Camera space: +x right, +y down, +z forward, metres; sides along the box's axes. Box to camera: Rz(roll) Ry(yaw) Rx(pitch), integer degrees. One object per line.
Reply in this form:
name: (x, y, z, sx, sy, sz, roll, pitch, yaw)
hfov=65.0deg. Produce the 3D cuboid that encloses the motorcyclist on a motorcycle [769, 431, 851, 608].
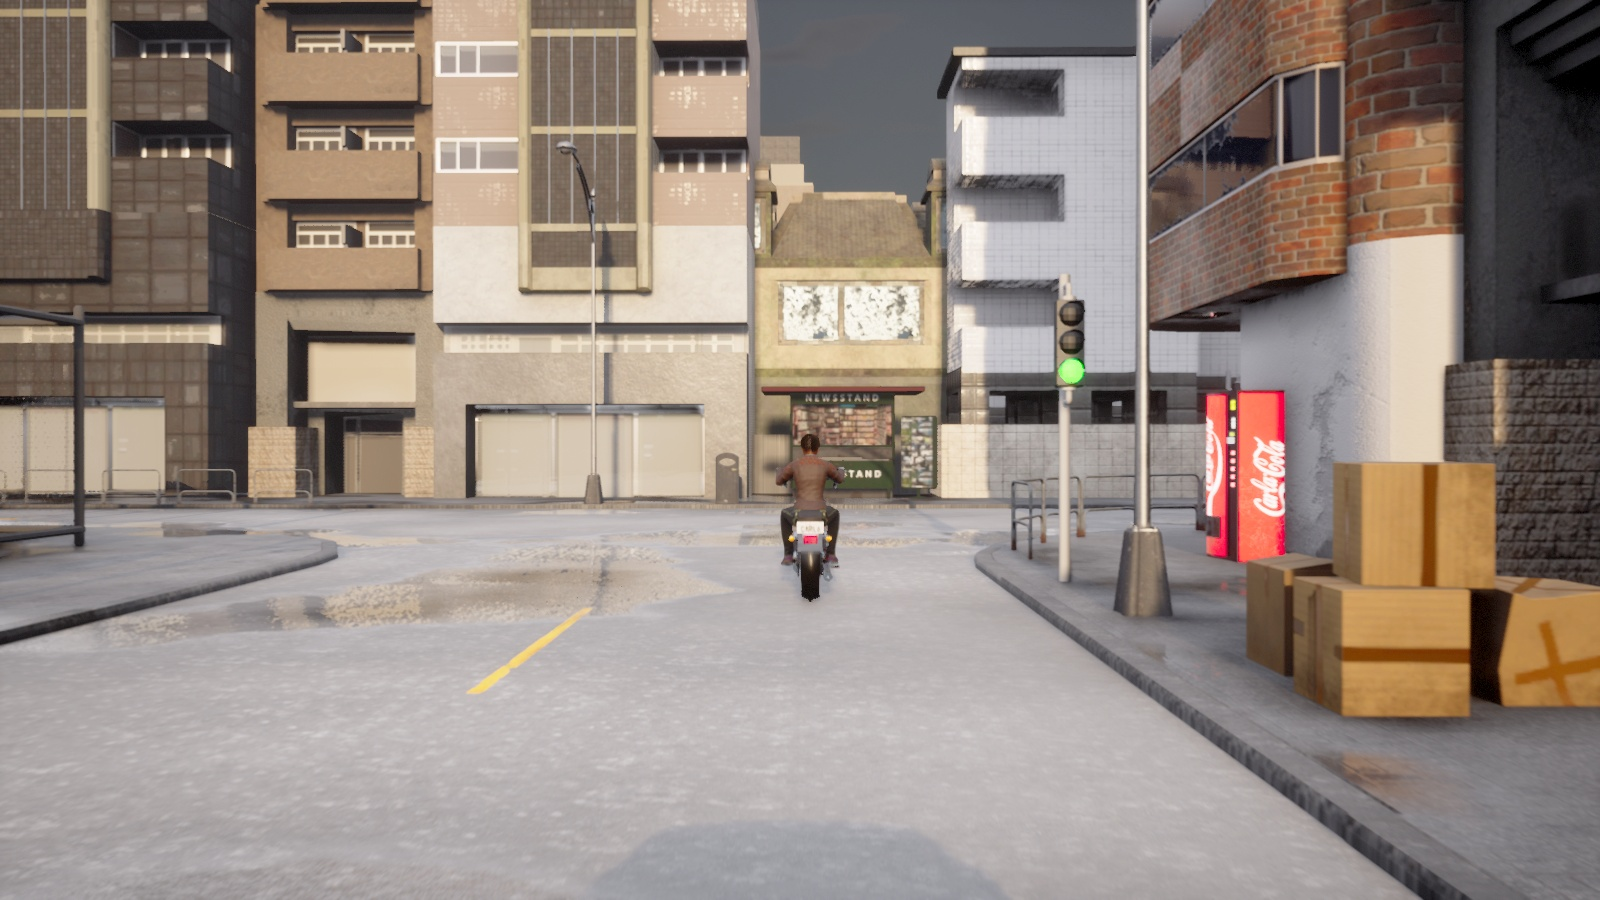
motorcyclist on a motorcycle: (0.104, 0.644, 12.883, 0.766, 1.649, 2.350, 0, 0, 0)
